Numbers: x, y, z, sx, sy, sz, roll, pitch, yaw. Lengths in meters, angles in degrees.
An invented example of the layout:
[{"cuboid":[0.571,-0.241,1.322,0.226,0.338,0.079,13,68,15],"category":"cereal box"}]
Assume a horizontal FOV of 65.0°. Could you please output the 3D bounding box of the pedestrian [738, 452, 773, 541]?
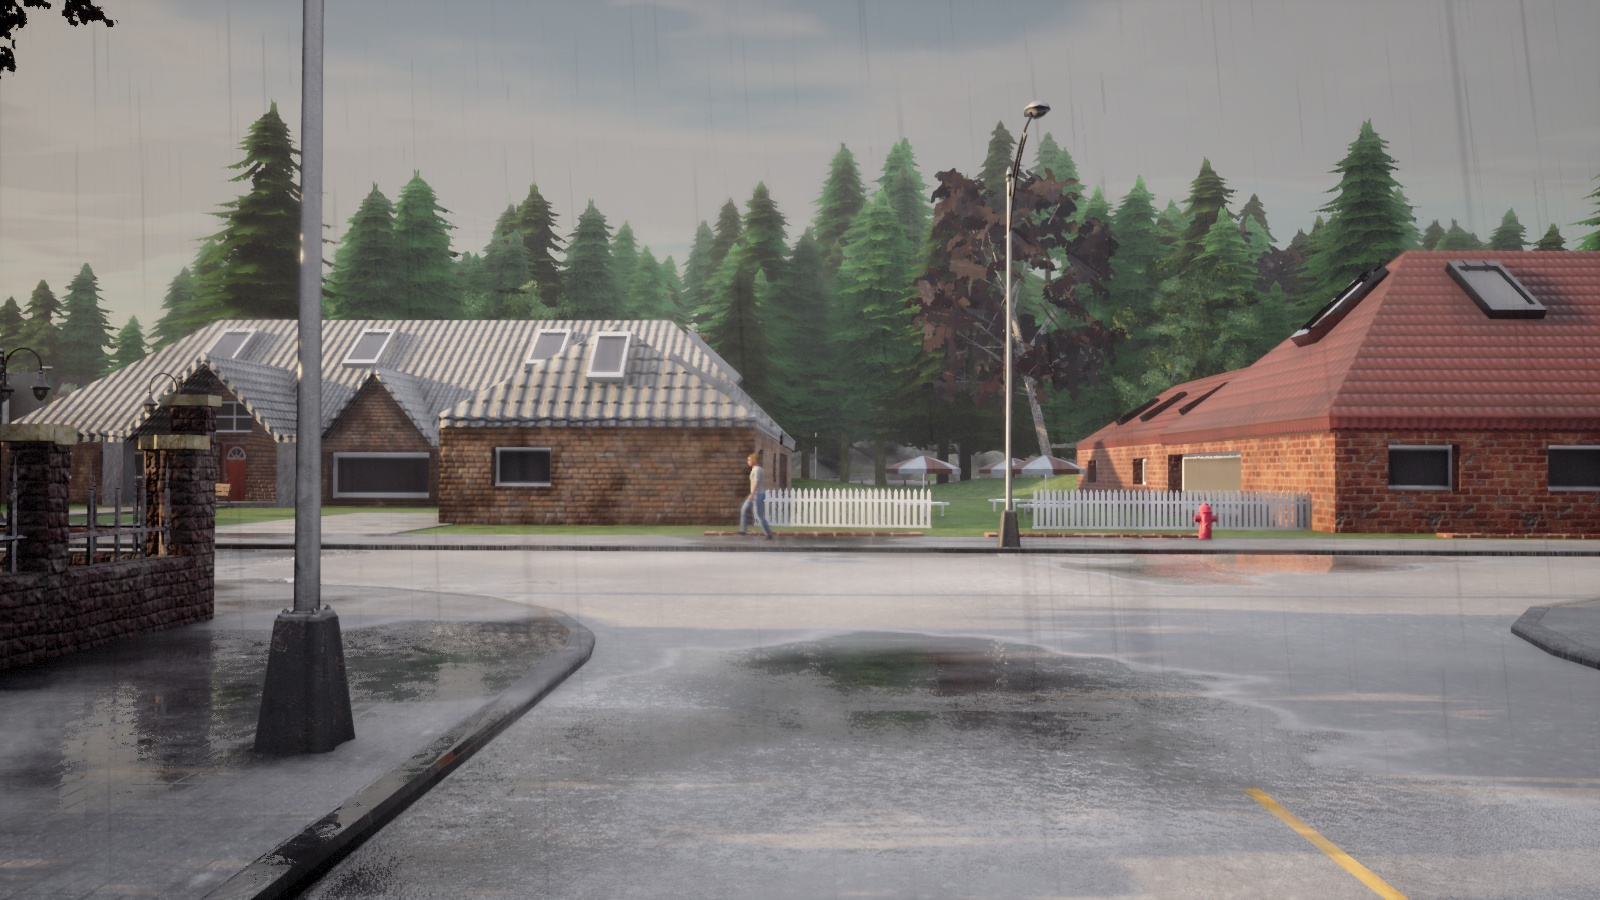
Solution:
[{"cuboid":[-0.924,0.965,26.268,0.706,1.836,0.354,0,-1,1],"category":"pedestrian"}]
